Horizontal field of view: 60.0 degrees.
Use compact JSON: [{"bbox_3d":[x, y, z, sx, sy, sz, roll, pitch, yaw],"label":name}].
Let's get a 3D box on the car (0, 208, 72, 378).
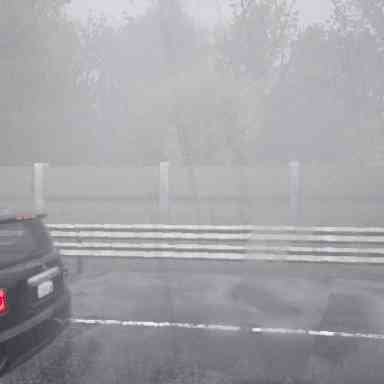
[{"bbox_3d":[-4.385,1.222,4.142,5.566,2.045,2.150,0,0,5],"label":"car"}]
